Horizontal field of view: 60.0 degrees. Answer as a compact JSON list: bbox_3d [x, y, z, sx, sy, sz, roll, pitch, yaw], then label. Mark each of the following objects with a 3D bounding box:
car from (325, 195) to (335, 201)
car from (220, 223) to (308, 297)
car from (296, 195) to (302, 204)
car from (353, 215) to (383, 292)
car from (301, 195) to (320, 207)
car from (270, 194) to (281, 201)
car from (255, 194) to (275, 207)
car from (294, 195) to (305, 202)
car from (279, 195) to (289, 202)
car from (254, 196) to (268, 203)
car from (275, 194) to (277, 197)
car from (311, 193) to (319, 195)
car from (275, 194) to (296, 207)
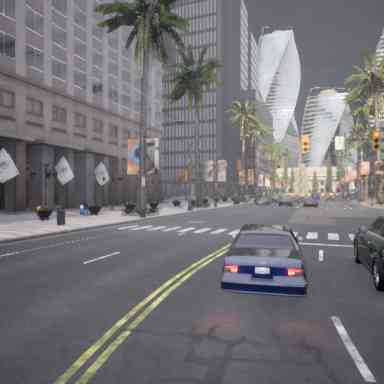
[{"bbox_3d":[34.270,1.589,82.389,1.895,1.301,4.718,0,0,21],"label":"car"},{"bbox_3d":[1.946,1.547,8.787,2.033,1.411,5.357,0,0,14],"label":"car"},{"bbox_3d":[20.232,1.498,65.875,1.837,1.490,4.892,0,1,22],"label":"car"},{"bbox_3d":[5.661,1.352,8.755,2.097,1.767,4.553,0,0,18],"label":"car"},{"bbox_3d":[18.368,1.563,51.311,1.994,1.385,4.181,0,0,21],"label":"car"},{"bbox_3d":[22.554,1.353,89.830,2.185,1.767,4.553,0,0,21],"label":"car"},{"bbox_3d":[11.310,1.490,53.003,2.128,1.511,4.902,0,0,22],"label":"car"},{"bbox_3d":[25.905,1.538,80.198,2.033,1.411,5.357,0,0,22],"label":"car"},{"bbox_3d":[22.258,1.476,80.495,1.882,1.535,5.008,0,0,22],"label":"car"},{"bbox_3d":[14.451,1.512,69.450,2.161,1.482,4.786,0,0,21],"label":"car"},{"bbox_3d":[16.688,1.557,66.439,1.994,1.385,4.181,0,0,22],"label":"car"},{"bbox_3d":[31.181,1.223,84.110,2.150,2.045,5.566,0,0,21],"label":"car"},{"bbox_3d":[14.652,1.477,51.939,1.882,1.535,5.008,0,0,22],"label":"car"}]
